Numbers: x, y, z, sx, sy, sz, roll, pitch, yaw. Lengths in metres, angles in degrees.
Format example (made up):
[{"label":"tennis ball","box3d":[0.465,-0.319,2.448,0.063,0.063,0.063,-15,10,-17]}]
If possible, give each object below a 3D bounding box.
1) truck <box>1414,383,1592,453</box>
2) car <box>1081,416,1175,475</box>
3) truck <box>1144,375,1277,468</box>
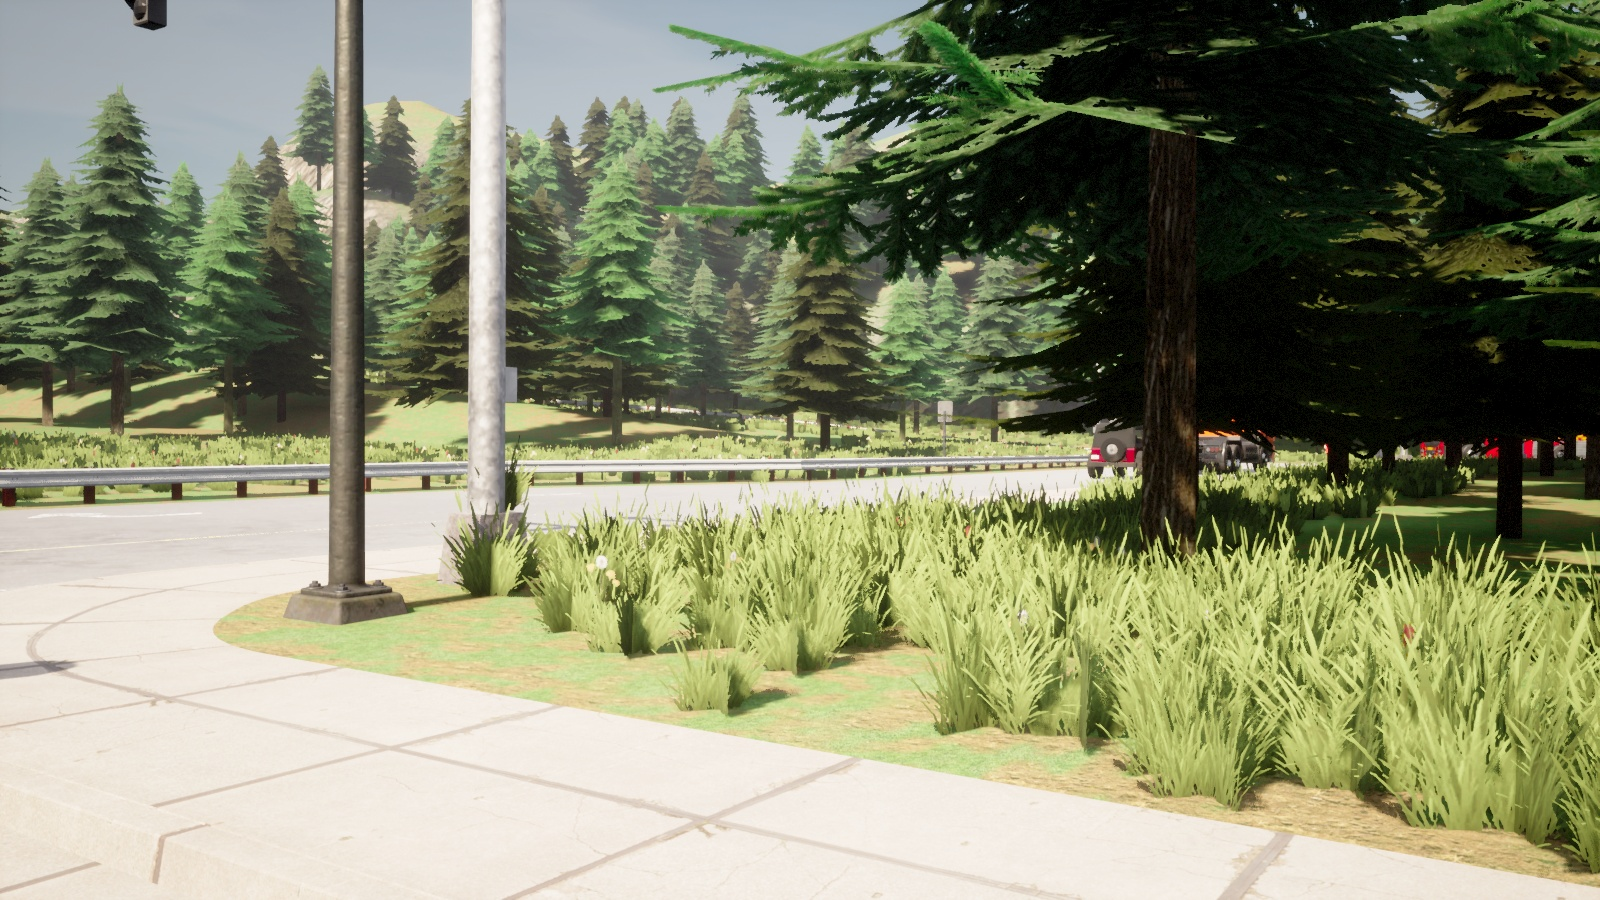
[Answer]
[{"label":"truck","box3d":[39.904,-1.797,71.496,8.468,3.827,2.891,0,1,2]},{"label":"car","box3d":[11.144,-0.181,42.538,1.905,1.878,3.866,0,1,34]},{"label":"truck","box3d":[16.632,-1.117,50.478,2.891,3.462,7.936,0,1,35]}]
